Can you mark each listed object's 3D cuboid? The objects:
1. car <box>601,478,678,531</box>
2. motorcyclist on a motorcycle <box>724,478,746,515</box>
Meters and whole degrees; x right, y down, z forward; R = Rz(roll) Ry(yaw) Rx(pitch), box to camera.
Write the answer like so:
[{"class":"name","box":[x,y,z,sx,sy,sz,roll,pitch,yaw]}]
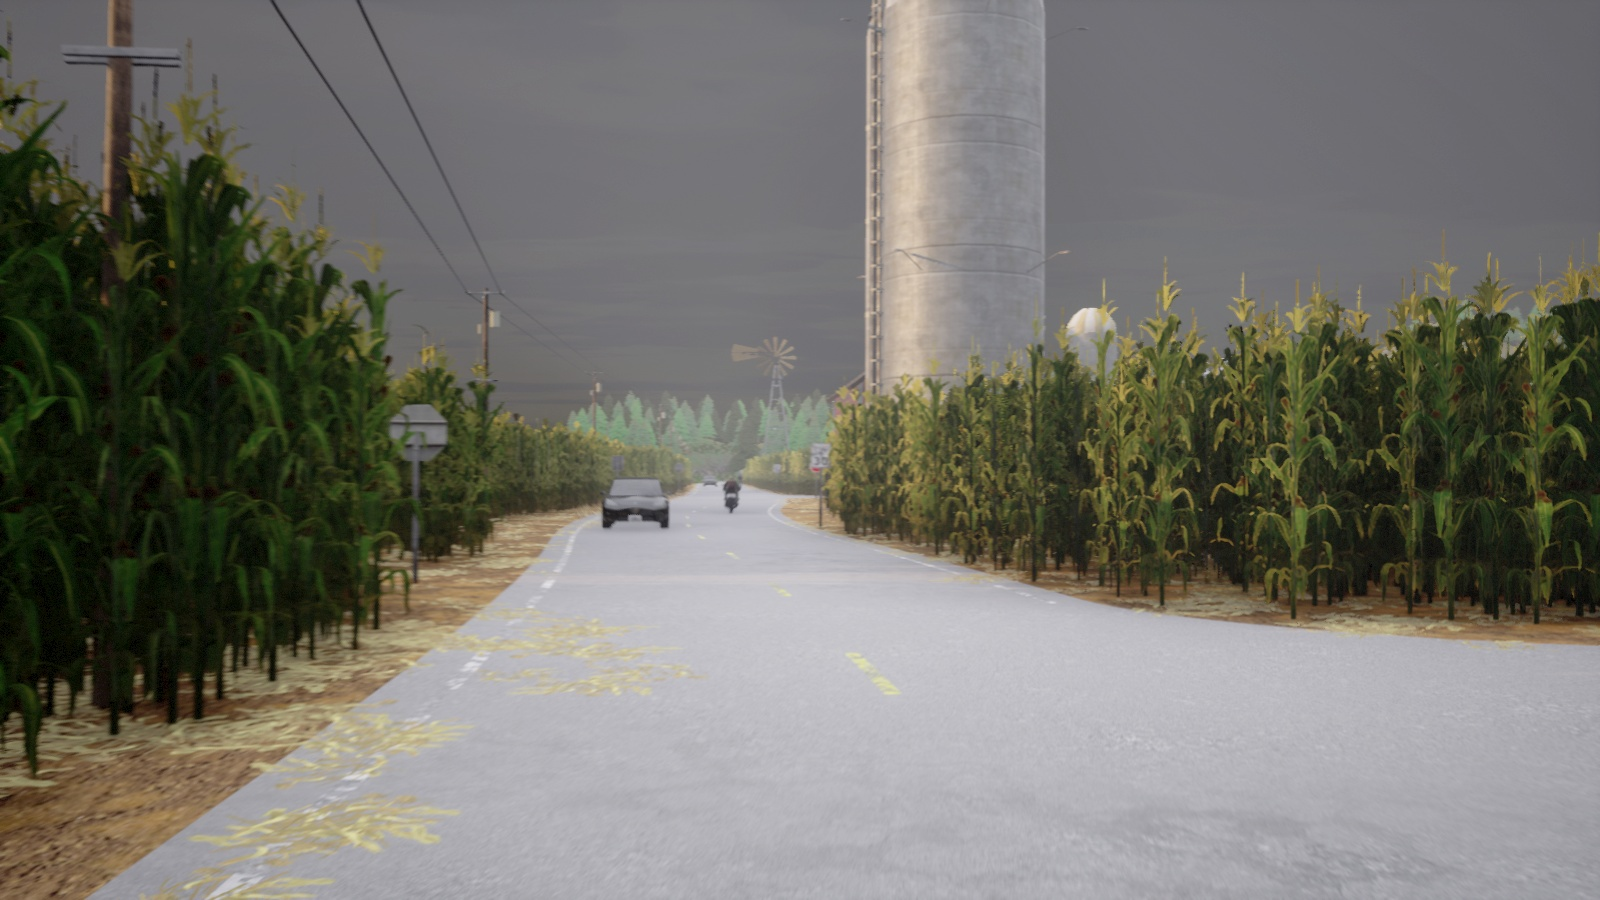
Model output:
[{"class":"car","box":[-4.816,1.606,37.974,2.163,1.488,4.792,0,-1,-6]},{"class":"motorcyclist on a motorcycle","box":[-2.710,1.933,52.542,0.866,1.530,2.191,0,-1,-2]}]
